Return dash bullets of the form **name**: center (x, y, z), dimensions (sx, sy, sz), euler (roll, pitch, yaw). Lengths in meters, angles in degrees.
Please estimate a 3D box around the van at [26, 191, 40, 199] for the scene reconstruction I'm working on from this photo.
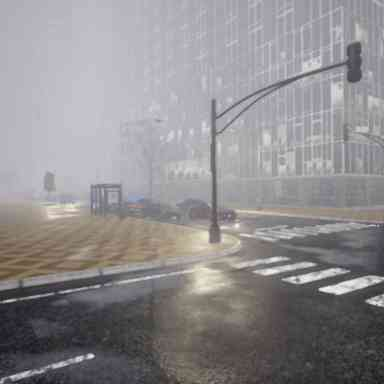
- **van**: center (-34.432, 0.715, 72.714), dimensions (1.690, 1.788, 3.998), euler (0, 1, -34)

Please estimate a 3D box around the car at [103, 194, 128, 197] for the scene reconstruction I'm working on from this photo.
- **car**: center (-10.136, 1.211, 41.740), dimensions (1.837, 1.490, 4.892), euler (-1, 1, -34)

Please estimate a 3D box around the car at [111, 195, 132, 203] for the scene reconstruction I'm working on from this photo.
- **car**: center (-11.485, 1.112, 53.973), dimensions (1.802, 1.307, 4.206), euler (0, 1, -34)

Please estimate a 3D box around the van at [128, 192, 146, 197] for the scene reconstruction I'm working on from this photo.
- **van**: center (-8.280, 0.923, 49.277), dimensions (1.690, 1.788, 3.998), euler (0, 1, -34)

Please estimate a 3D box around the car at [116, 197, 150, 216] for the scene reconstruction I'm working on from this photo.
- **car**: center (-5.678, 1.432, 30.413), dimensions (1.802, 1.307, 4.206), euler (0, 1, -34)

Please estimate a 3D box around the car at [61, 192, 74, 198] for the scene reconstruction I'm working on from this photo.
- **car**: center (-30.716, 0.758, 82.133), dimensions (2.008, 1.369, 4.403), euler (0, 1, -34)

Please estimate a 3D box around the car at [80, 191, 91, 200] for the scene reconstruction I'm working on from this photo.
- **car**: center (-21.101, 0.684, 68.051), dimensions (2.192, 1.841, 5.009), euler (0, 1, -34)

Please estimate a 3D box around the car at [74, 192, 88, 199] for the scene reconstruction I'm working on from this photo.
- **car**: center (-24.306, 0.755, 72.745), dimensions (1.967, 1.590, 4.097), euler (0, 1, -34)

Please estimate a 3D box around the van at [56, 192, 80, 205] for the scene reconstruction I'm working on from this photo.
- **van**: center (-18.405, 0.983, 49.246), dimensions (1.690, 1.788, 3.998), euler (0, 1, -34)

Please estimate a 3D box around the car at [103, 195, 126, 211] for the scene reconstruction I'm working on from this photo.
- **car**: center (-8.835, 1.364, 35.139), dimensions (1.947, 1.339, 4.313), euler (0, 1, -34)

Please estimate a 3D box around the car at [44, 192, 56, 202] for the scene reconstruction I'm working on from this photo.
- **car**: center (-24.817, 1.085, 58.635), dimensions (2.008, 1.369, 4.403), euler (0, 1, -34)

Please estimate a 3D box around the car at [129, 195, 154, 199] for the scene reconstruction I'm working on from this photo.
- **car**: center (-4.294, 1.326, 33.157), dimensions (1.812, 1.442, 4.674), euler (-1, 1, -34)

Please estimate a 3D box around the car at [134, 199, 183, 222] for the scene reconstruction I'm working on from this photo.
- **car**: center (-2.487, 1.467, 25.707), dimensions (1.947, 1.339, 4.313), euler (0, 1, -34)

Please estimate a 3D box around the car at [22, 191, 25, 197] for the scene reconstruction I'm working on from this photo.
- **car**: center (-37.637, 0.760, 77.408), dimensions (1.967, 1.590, 4.097), euler (0, 1, -34)

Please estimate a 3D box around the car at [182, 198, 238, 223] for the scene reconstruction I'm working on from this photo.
- **car**: center (1.461, 1.457, 24.733), dimensions (1.994, 1.385, 4.181), euler (-1, 1, -34)
